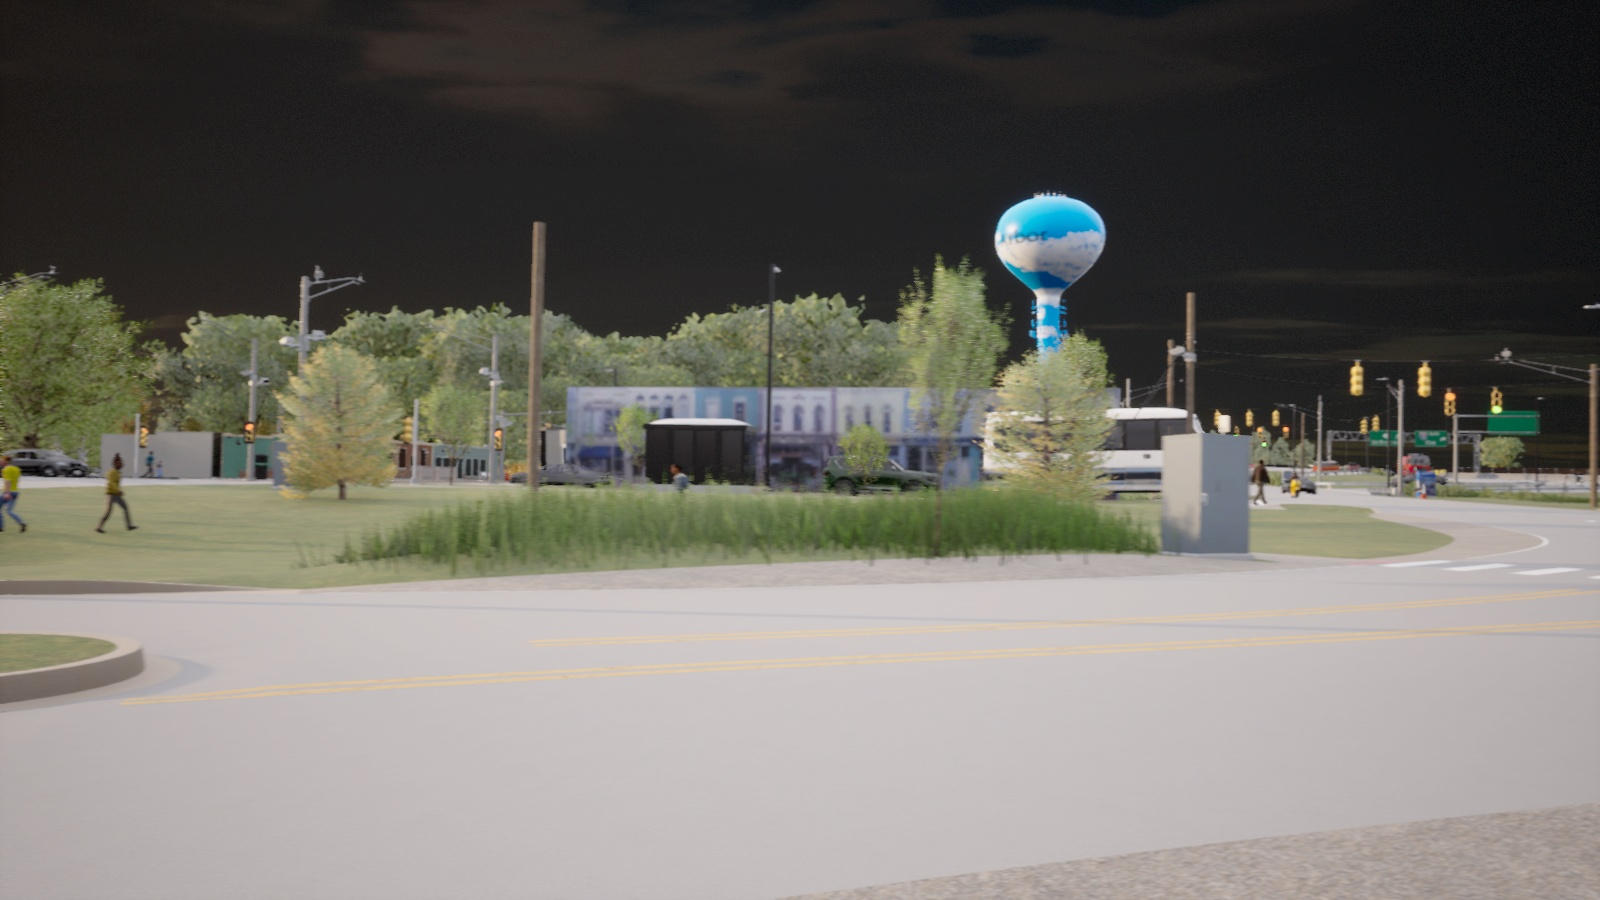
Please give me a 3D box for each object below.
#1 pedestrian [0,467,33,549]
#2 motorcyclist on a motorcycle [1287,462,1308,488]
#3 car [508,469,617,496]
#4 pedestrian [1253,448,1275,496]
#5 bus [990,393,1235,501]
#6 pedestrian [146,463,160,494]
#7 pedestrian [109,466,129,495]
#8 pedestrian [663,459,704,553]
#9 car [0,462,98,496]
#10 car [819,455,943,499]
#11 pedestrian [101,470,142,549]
[{"bbox_3d":[-17.873,1.315,28.497,0.706,1.836,0.354,0,-2,6],"label":"pedestrian"},{"bbox_3d":[28.778,1.447,72.627,0.797,1.523,2.044,0,-1,13],"label":"motorcyclist on a motorcycle"},{"bbox_3d":[-12.655,1.717,67.109,5.357,1.411,2.033,0,-2,13],"label":"car"},{"bbox_3d":[17.935,0.845,48.527,0.703,1.840,0.431,1,-2,-33],"label":"pedestrian"},{"bbox_3d":[14.051,0.014,56.470,10.273,4.253,3.944,-2,-4,19],"label":"bus"},{"bbox_3d":[-40.776,1.792,79.137,0.692,1.930,0.396,0,-2,14],"label":"pedestrian"},{"bbox_3d":[-43.249,1.931,79.785,0.899,1.844,0.634,0,-2,11],"label":"pedestrian"},{"bbox_3d":[-2.444,1.172,26.388,0.788,1.949,0.423,0,-2,6],"label":"pedestrian"},{"bbox_3d":[-41.979,1.636,70.056,4.611,1.667,2.242,-3,-2,14],"label":"car"},{"bbox_3d":[3.863,1.272,59.475,5.566,2.045,2.150,0,-2,12],"label":"car"},{"bbox_3d":[-15.926,1.388,29.486,0.709,1.840,0.431,0,-2,6],"label":"pedestrian"}]
